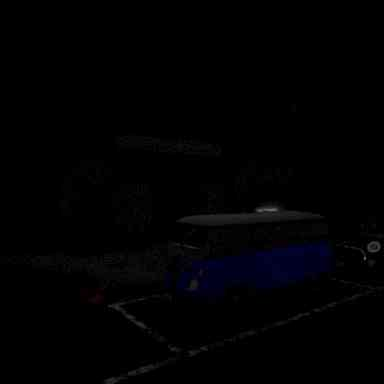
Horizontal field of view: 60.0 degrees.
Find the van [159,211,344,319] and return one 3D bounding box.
[{"bbox_3d":[1.283,1.341,7.100,3.998,1.788,1.690,0,0,-35],"label":"van"}]

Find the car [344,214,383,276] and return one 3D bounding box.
[{"bbox_3d":[5.692,1.440,10.240,4.097,1.590,1.967,0,0,-35],"label":"car"}]

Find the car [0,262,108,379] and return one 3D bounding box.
[{"bbox_3d":[-3.126,1.582,3.960,4.206,1.307,1.802,0,0,-35],"label":"car"}]
